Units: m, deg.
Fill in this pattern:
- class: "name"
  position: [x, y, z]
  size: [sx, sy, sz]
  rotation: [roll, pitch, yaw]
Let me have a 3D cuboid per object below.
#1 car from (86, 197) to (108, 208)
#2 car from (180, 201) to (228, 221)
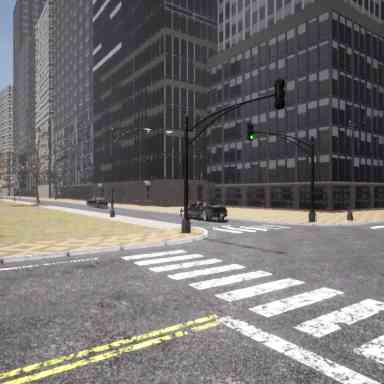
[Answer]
- class: "car"
  position: [-13.803, 1.492, 48.169]
  size: [2.128, 1.511, 4.902]
  rotation: [0, 0, -35]
- class: "car"
  position: [0.878, 1.507, 27.215]
  size: [1.837, 1.490, 4.892]
  rotation: [0, 0, -35]
